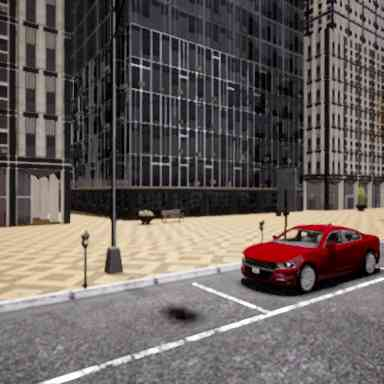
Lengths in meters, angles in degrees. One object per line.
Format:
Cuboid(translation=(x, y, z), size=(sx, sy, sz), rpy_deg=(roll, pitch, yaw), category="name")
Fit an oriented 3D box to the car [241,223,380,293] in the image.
Cuboid(translation=(3.281, 1.551, 8.905), size=(4.507, 1.381, 1.887), rpy_deg=(0, 0, -36), category="car")
